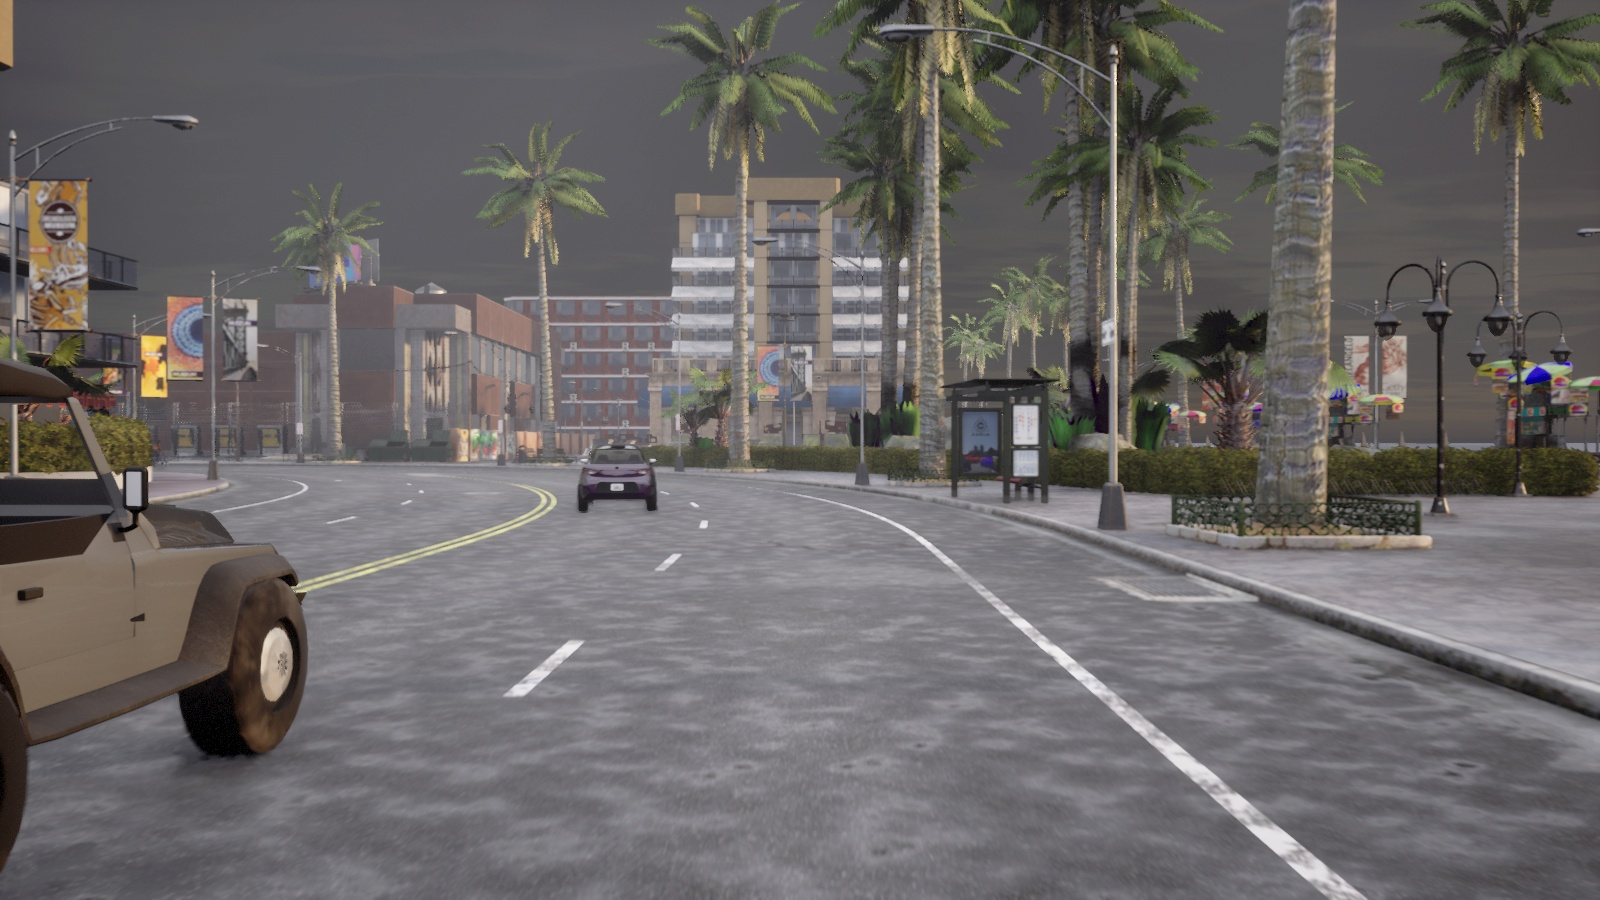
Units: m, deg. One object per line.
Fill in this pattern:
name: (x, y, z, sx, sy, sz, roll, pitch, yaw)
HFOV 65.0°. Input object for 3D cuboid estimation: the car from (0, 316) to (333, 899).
car: (-3.457, 0.513, 4.770, 1.905, 1.878, 3.866, 0, 0, 0)

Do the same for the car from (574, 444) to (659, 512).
car: (-4.248, 0.591, 29.262, 1.816, 1.474, 4.193, 0, 0, -8)
